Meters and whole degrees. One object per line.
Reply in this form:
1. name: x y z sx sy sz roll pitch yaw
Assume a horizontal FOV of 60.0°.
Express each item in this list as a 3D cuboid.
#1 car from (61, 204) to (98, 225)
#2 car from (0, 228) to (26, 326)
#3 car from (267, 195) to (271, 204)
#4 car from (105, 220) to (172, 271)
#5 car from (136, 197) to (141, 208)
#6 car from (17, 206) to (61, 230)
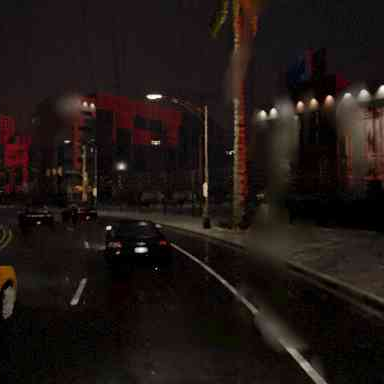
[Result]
1. car: -8.923 1.666 26.050 2.128 1.511 4.902 0 0 -35
2. car: -3.931 1.517 4.071 1.882 1.535 5.008 0 0 -6
3. car: 11.233 1.617 49.434 4.674 1.452 2.002 -1 0 45
4. car: -1.956 1.632 11.420 1.994 1.385 4.181 0 0 -14
5. car: -8.689 1.565 53.202 4.553 1.767 2.185 -1 0 45
6. car: -10.339 1.652 21.947 2.128 1.511 4.902 0 0 -30
